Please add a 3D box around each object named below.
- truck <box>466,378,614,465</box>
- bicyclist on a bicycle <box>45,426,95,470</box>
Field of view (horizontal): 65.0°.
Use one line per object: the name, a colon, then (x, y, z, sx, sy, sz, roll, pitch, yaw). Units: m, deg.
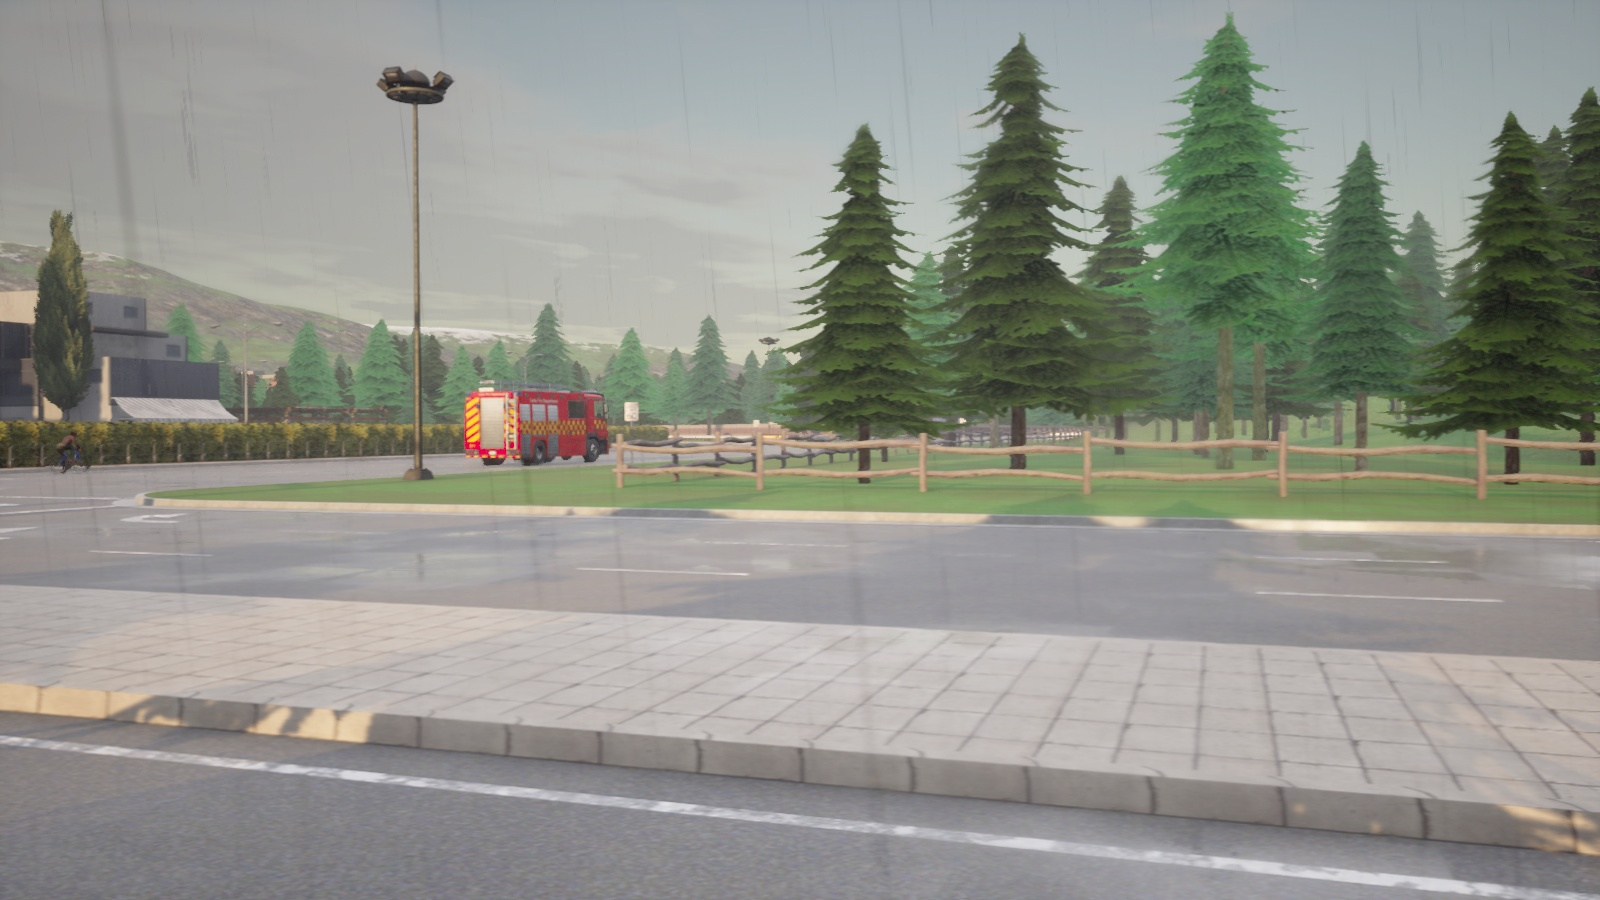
truck: (-12.141, -1.339, 59.605, 2.891, 3.827, 8.468, 1, 1, 20)
bicyclist on a bicycle: (-27.595, -0.085, 47.470, 0.582, 1.620, 1.656, 1, 1, 20)
